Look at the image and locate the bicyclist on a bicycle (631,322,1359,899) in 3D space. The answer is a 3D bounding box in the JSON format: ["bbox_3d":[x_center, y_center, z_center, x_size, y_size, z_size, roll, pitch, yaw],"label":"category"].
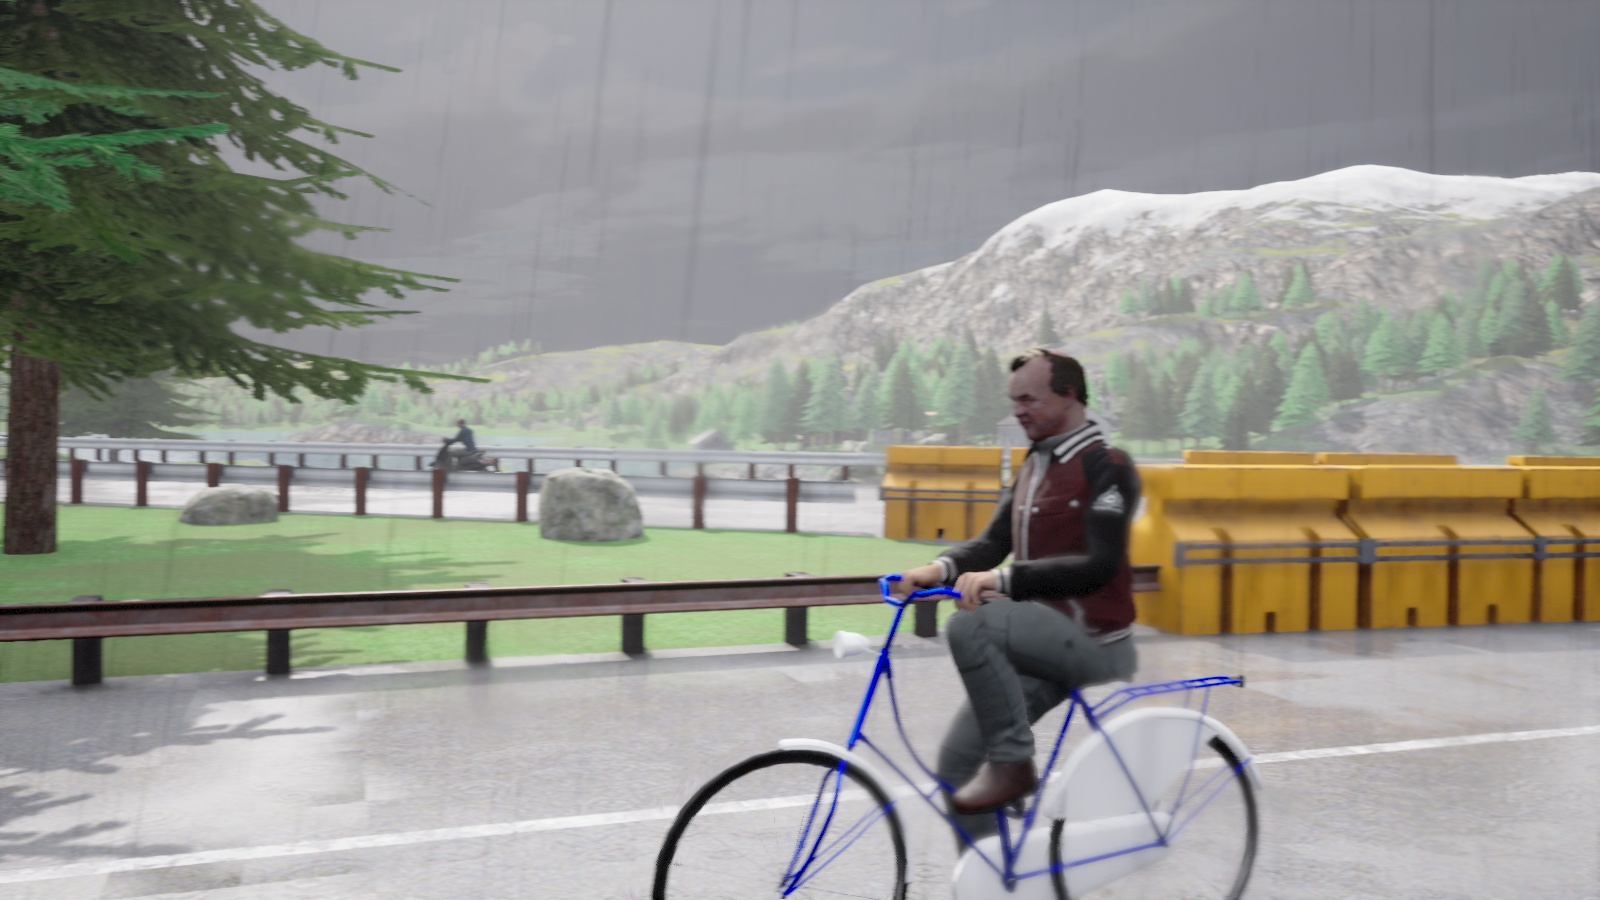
[{"bbox_3d":[0.525,0.588,3.406,1.843,1.776,0.659,-1,1,-19],"label":"bicyclist on a bicycle"}]

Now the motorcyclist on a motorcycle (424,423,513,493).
[{"bbox_3d":[-7.789,0.177,29.520,1.817,1.590,0.866,0,1,17],"label":"motorcyclist on a motorcycle"}]
